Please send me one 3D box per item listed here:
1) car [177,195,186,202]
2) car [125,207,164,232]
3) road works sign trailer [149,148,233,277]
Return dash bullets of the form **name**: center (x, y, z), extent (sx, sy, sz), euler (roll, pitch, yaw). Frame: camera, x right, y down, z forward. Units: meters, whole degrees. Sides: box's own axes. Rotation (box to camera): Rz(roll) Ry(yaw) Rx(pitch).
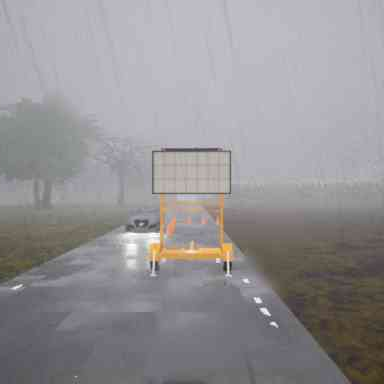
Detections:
- **car**: center (-2.844, 1.725, 90.193), extent (2.150, 2.045, 5.566), euler (0, 0, 0)
- **car**: center (-2.772, 1.583, 20.251), extent (1.994, 1.385, 4.181), euler (0, 0, 0)
- **road works sign trailer**: center (-0.005, 0.464, 10.256), extent (2.380, 3.560, 2.880), euler (0, 0, 1)
